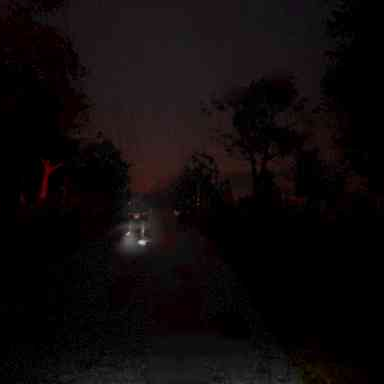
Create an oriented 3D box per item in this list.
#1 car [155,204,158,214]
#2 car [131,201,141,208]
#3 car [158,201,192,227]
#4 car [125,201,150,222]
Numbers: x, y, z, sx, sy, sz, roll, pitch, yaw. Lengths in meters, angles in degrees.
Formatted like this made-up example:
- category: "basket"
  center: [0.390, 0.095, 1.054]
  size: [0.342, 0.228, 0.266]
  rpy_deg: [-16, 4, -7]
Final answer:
- category: "car"
  center: [-3.519, 1.940, 41.679]
  size: [1.882, 1.535, 5.008]
  rpy_deg: [1, -1, -9]
- category: "car"
  center: [-11.633, 2.604, 68.945]
  size: [1.882, 1.535, 5.008]
  rpy_deg: [1, -2, -11]
- category: "car"
  center: [-1.221, 1.524, 24.375]
  size: [2.097, 1.767, 4.553]
  rpy_deg: [0, -1, -5]
- category: "car"
  center: [-4.578, 1.704, 28.120]
  size: [2.128, 1.511, 4.902]
  rpy_deg: [0, -1, -7]
